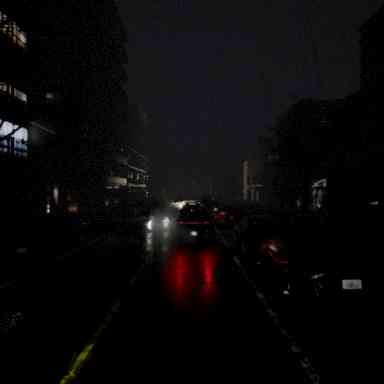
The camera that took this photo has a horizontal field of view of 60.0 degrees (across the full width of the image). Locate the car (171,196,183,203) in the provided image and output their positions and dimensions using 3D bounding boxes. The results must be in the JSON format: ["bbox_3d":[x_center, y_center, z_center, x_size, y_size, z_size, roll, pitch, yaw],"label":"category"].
[{"bbox_3d":[-3.081,1.570,73.772,1.882,1.535,5.008,0,0,0],"label":"car"}]

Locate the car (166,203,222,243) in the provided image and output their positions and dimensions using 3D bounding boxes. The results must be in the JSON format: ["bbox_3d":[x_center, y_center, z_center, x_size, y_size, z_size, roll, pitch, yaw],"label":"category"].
[{"bbox_3d":[0.081,1.526,16.276,2.128,1.511,4.902,0,0,0],"label":"car"}]

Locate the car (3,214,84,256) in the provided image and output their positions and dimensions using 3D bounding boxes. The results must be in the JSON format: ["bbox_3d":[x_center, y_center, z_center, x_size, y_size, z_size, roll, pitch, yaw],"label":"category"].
[{"bbox_3d":[-5.714,1.595,13.330,1.947,1.339,4.313,-1,0,0],"label":"car"}]

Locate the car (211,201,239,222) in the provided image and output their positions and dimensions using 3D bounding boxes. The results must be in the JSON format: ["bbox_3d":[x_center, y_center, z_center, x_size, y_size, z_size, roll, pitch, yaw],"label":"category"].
[{"bbox_3d":[2.655,1.598,24.665,1.887,1.381,4.507,-1,0,0],"label":"car"}]

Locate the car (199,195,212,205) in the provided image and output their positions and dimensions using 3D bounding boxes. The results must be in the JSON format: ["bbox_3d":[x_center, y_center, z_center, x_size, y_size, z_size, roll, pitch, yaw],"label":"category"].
[{"bbox_3d":[2.607,1.453,64.408,2.192,1.841,5.009,-1,0,0],"label":"car"}]

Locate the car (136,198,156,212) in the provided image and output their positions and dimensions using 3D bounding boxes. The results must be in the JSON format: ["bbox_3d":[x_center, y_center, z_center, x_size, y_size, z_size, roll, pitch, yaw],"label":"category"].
[{"bbox_3d":[-5.746,1.530,41.717,1.967,1.590,4.097,-1,0,0],"label":"car"}]

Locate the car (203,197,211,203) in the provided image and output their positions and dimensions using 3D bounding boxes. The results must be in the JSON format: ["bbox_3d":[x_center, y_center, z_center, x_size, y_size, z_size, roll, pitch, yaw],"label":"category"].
[{"bbox_3d":[2.636,1.655,41.698,1.947,1.339,4.313,-1,0,0],"label":"car"}]

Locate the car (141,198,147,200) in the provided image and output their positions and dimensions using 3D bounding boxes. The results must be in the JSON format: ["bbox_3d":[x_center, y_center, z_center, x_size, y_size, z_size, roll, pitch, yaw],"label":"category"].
[{"bbox_3d":[-5.738,1.643,36.040,1.947,1.339,4.313,-1,0,0],"label":"car"}]

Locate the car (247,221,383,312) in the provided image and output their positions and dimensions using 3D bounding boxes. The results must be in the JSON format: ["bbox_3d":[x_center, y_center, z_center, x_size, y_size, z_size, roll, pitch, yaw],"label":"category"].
[{"bbox_3d":[2.674,1.583,7.633,1.947,1.339,4.313,-1,0,0],"label":"car"}]

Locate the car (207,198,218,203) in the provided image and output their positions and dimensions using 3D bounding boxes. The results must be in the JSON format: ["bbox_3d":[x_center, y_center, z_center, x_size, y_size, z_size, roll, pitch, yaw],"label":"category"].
[{"bbox_3d":[2.648,1.591,30.513,1.752,1.417,4.829,-1,0,0],"label":"car"}]

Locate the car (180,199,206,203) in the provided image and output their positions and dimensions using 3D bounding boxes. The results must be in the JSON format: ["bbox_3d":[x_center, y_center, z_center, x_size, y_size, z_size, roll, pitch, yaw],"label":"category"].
[{"bbox_3d":[0.064,1.633,32.169,1.994,1.385,4.181,0,0,0],"label":"car"}]

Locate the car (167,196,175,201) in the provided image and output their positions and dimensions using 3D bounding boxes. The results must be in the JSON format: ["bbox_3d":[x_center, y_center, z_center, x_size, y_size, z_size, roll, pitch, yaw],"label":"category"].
[{"bbox_3d":[-5.802,1.741,92.815,1.887,1.381,4.507,-1,0,0],"label":"car"}]

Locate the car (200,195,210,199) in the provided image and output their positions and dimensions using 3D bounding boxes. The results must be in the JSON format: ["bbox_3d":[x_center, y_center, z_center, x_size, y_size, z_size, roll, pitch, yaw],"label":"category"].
[{"bbox_3d":[2.617,1.692,58.731,1.947,1.339,4.313,-1,0,0],"label":"car"}]

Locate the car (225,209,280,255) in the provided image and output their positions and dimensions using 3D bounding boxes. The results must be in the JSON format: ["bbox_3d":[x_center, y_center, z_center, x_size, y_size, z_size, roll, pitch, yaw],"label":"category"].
[{"bbox_3d":[2.668,1.579,13.311,2.008,1.369,4.403,-1,0,0],"label":"car"}]

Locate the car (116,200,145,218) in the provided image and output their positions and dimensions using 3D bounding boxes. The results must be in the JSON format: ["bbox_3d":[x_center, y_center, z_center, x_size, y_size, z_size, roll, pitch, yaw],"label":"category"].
[{"bbox_3d":[-5.732,1.647,30.362,1.802,1.307,4.206,-1,0,0],"label":"car"}]

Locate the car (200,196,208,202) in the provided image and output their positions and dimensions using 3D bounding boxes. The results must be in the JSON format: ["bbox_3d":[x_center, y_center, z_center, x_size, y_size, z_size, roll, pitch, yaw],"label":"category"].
[{"bbox_3d":[2.912,1.675,79.809,1.837,1.490,4.892,0,0,0],"label":"car"}]

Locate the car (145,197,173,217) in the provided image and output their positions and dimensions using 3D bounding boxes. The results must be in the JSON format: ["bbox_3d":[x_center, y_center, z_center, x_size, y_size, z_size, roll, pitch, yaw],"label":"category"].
[{"bbox_3d":[-3.131,1.574,32.438,1.837,1.490,4.892,0,0,0],"label":"car"}]
